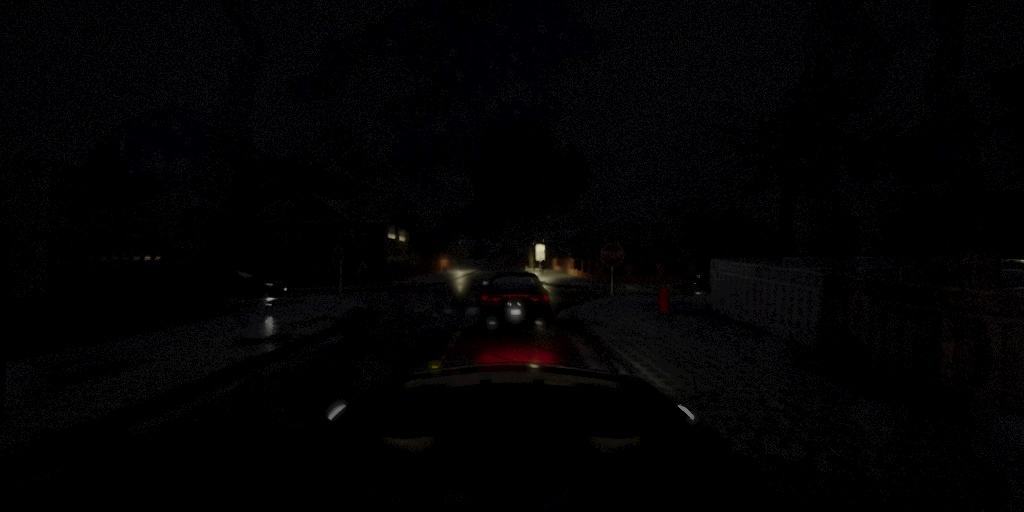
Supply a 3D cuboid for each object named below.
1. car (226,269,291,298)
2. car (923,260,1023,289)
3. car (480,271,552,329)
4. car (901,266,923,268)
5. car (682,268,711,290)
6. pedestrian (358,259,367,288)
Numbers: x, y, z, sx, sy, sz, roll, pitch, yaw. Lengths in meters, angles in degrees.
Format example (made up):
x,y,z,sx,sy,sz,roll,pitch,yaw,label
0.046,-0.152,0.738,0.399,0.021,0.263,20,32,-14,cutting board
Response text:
x,y,z,sx,sy,sz,roll,pitch,yaw,label
-13.305,1.362,17.395,4.674,1.442,1.812,-1,-2,0,car
22.981,0.897,16.953,4.674,1.442,1.812,-1,-2,1,car
0.096,1.212,11.184,1.882,1.535,5.008,0,0,0,car
22.312,0.979,19.910,4.892,1.490,1.837,0,-2,1,car
12.179,1.076,20.040,5.008,1.535,1.882,-1,-2,1,car
-9.673,1.117,23.239,0.375,1.860,0.375,0,-1,1,pedestrian
